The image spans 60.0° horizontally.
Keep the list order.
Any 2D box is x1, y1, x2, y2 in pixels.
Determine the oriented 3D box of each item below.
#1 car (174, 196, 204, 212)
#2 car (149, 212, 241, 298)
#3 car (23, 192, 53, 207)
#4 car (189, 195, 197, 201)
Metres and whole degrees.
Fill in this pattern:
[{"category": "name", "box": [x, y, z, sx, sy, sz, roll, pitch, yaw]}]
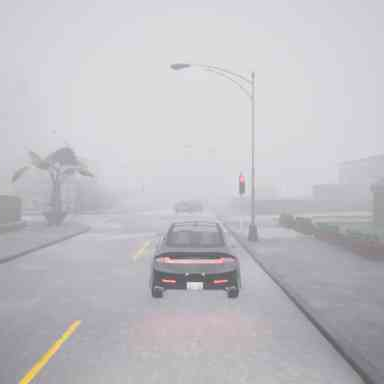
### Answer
[{"category": "car", "box": [-0.261, 1.482, 34.050, 2.128, 1.511, 4.902, 1, 0, 21]}, {"category": "car", "box": [0.087, 1.489, 8.470, 2.128, 1.511, 4.902, 0, 0, 1]}, {"category": "car", "box": [-19.576, 0.974, 42.937, 1.905, 1.878, 3.866, 0, 0, 35]}, {"category": "car", "box": [0.346, 1.457, 80.526, 1.882, 1.535, 5.008, 0, 0, 0]}]
